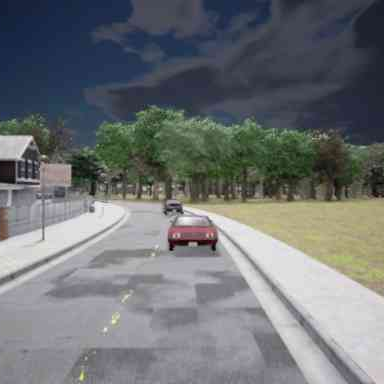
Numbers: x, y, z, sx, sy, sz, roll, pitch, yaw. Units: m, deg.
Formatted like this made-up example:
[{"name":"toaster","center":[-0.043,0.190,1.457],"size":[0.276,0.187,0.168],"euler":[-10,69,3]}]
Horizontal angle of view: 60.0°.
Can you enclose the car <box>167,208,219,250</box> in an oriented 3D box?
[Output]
[{"name":"car","center":[-0.035,1.597,14.246],"size":[1.895,1.301,4.718],"euler":[0,0,-2]}]

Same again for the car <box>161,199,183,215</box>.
[{"name":"car","center":[-2.050,1.482,33.963],"size":[1.837,1.490,4.892],"euler":[0,0,-9]}]
